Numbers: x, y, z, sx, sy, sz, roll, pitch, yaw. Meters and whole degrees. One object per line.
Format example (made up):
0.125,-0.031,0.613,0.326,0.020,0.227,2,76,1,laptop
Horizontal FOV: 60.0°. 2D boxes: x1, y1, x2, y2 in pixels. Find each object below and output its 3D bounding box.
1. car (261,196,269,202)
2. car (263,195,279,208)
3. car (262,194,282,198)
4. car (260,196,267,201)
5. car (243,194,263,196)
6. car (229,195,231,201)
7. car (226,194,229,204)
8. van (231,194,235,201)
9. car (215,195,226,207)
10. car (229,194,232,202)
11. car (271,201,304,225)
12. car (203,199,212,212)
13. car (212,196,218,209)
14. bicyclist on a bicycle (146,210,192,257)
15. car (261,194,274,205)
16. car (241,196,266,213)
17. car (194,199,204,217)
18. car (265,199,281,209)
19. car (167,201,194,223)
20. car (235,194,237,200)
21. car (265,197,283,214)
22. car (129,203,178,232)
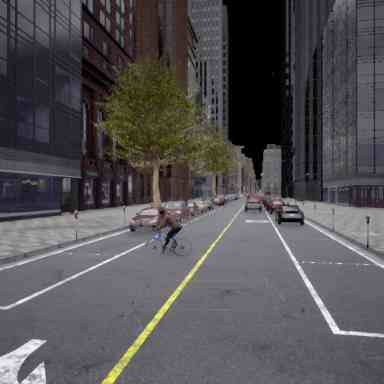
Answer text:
17.390,1.726,79.558,1.802,1.307,4.206,0,0,11,car
12.210,1.379,51.846,2.192,1.841,5.009,0,0,11,car
10.137,1.355,40.761,2.192,1.841,5.009,0,0,11,car
19.463,1.735,90.645,1.887,1.381,4.507,0,0,11,car
8.967,1.276,48.476,2.150,2.045,5.566,0,0,11,car
5.904,1.653,64.508,1.947,1.339,4.313,0,0,11,car
4.868,1.390,58.964,2.192,1.841,5.009,0,0,11,car
9.012,1.484,81.138,1.690,1.788,3.998,0,0,11,van
3.831,1.608,53.420,1.887,1.381,4.507,0,0,11,car
6.940,1.683,70.050,1.802,1.307,4.206,0,0,11,car
7.028,1.579,24.131,1.947,1.339,4.313,0,0,11,car
0.691,1.554,36.622,1.752,1.417,4.829,0,0,11,car
1.758,1.605,42.334,1.947,1.339,4.313,0,0,11,car
-0.833,1.457,11.476,1.656,1.620,0.582,-2,0,11,bicyclist on a bicycle
14.283,1.403,62.932,2.192,1.841,5.009,0,0,11,car
7.076,1.526,38.373,2.128,1.511,4.902,0,0,11,car
-0.315,1.602,31.247,1.802,1.307,4.206,0,0,11,car
11.173,1.617,46.302,1.947,1.339,4.313,0,0,11,car
-1.351,1.453,25.703,1.967,1.590,4.097,0,0,11,car
10.049,1.607,86.681,1.967,1.590,4.097,0,0,11,car
9.100,1.574,35.217,1.887,1.381,4.507,0,0,11,car
-2.387,1.589,20.160,1.802,1.307,4.206,0,0,11,car
